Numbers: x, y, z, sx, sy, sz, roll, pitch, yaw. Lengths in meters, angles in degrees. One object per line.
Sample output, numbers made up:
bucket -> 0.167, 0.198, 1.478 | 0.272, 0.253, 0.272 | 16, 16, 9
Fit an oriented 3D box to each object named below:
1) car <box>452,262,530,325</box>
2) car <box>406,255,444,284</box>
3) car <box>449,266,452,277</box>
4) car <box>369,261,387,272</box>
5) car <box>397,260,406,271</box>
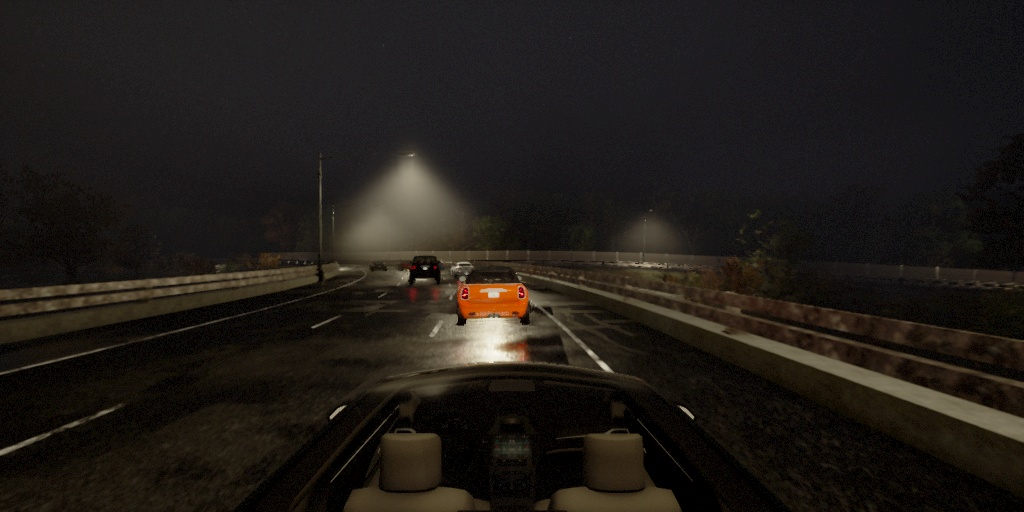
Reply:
car -> -0.702, 1.093, 12.028 | 2.097, 1.767, 4.553 | 0, 0, -5
car -> -6.615, 0.974, 27.220 | 2.150, 2.045, 5.566 | 0, 0, -14
car -> -4.530, 1.263, 32.732 | 1.812, 1.442, 4.674 | 0, 0, -16
car -> -18.070, 1.354, 48.275 | 1.994, 1.385, 4.181 | 0, 0, -26
car -> -14.416, 1.248, 48.834 | 1.882, 1.535, 5.008 | 0, 0, -25
